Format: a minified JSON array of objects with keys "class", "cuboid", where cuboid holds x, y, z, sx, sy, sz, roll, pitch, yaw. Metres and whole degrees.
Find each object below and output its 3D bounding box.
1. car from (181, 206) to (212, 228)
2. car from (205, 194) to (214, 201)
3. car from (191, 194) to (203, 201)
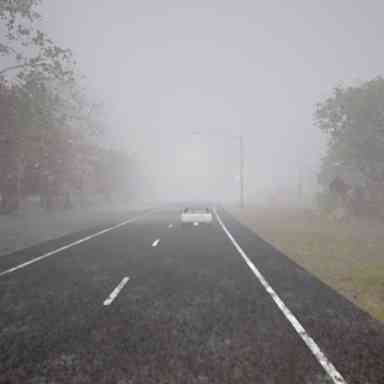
[{"class":"car","cuboid":[0.327,1.611,22.310,1.895,1.301,4.718,0,0,2]},{"class":"car","cuboid":[4.526,1.632,88.385,1.895,1.301,4.718,0,0,6]},{"class":"car","cuboid":[0.955,1.553,87.851,2.128,1.511,4.902,0,0,6]}]
